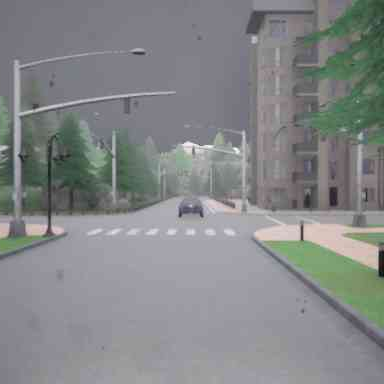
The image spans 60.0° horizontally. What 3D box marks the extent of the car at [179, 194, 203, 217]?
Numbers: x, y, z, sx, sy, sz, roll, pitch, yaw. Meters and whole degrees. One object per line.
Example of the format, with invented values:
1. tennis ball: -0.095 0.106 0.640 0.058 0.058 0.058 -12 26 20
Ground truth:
1. car: -0.098 1.228 30.043 2.097 1.767 4.553 0 0 0

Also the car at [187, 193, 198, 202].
1. car: 0.033 1.078 65.528 2.097 1.767 4.553 0 0 0
